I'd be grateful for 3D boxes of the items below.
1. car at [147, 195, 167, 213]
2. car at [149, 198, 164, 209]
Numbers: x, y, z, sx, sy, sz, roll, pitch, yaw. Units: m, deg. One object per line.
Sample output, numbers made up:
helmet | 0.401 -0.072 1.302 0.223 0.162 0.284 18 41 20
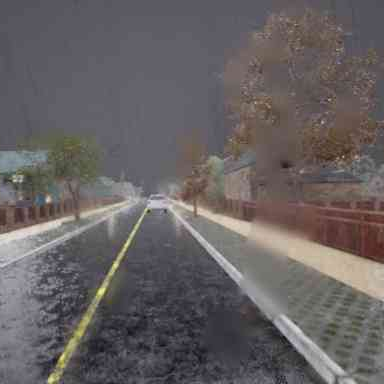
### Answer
car | -4.064 1.340 38.704 2.150 2.045 5.566 -1 0 -6
car | -5.283 1.660 49.686 2.128 1.511 4.902 -1 0 -5
